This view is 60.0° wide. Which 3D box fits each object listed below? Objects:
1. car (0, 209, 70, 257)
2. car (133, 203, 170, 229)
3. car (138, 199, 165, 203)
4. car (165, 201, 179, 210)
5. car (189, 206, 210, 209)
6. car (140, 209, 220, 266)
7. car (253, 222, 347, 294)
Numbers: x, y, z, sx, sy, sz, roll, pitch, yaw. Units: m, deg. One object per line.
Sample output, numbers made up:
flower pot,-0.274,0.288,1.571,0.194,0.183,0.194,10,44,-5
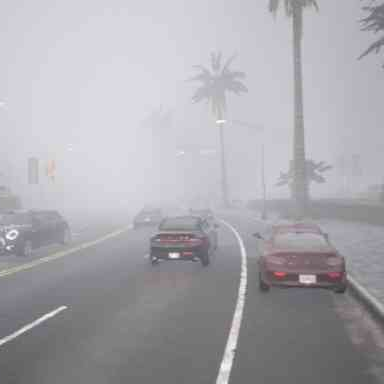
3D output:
car,-7.031,1.562,13.963,2.097,1.767,4.553,-1,0,7
car,-2.840,1.745,23.133,1.994,1.385,4.181,-1,0,0
car,-4.871,1.851,38.434,2.033,1.411,5.357,-1,0,-16
car,-3.235,1.866,43.986,1.994,1.385,4.181,-1,0,-22
car,0.564,1.734,26.189,1.895,1.301,4.718,-1,0,-3
car,-0.161,1.572,11.873,1.837,1.490,4.892,-1,0,8
car,2.631,1.523,8.723,1.812,1.442,4.674,-1,0,10
